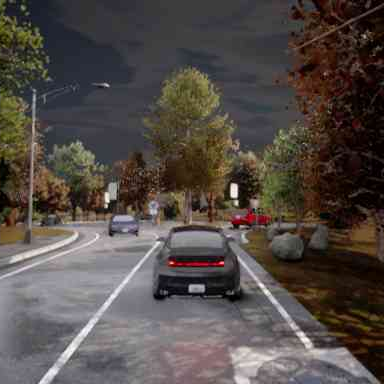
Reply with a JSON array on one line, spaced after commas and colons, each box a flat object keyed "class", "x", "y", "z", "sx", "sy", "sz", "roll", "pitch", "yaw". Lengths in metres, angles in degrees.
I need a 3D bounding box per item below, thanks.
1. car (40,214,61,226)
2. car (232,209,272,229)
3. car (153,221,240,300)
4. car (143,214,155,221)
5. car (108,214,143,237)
[{"class": "car", "x": -19.135, "y": 3.792, "z": 45.153, "sx": 1.837, "sy": 1.490, "sz": 4.892, "roll": -1, "pitch": -4, "yaw": -10}, {"class": "car", "x": 6.331, "y": 2.794, "z": 34.974, "sx": 2.150, "sy": 2.045, "sz": 5.566, "roll": -4, "pitch": -6, "yaw": 40}, {"class": "car", "x": 0.109, "y": 1.616, "z": 8.640, "sx": 1.837, "sy": 1.490, "sz": 4.892, "roll": 0, "pitch": -1, "yaw": 0}, {"class": "car", "x": -9.555, "y": 4.942, "z": 64.074, "sx": 4.892, "sy": 1.490, "sz": 1.837, "roll": 3, "pitch": -5, "yaw": -19}, {"class": "car", "x": -4.717, "y": 2.260, "z": 22.816, "sx": 1.812, "sy": 1.442, "sz": 4.674, "roll": 1, "pitch": -4, "yaw": -15}]
